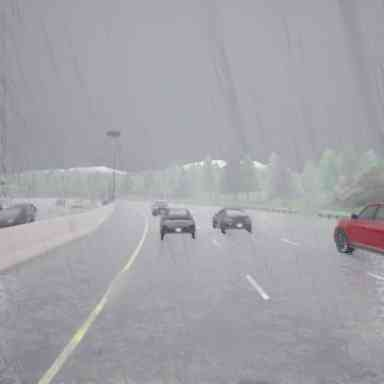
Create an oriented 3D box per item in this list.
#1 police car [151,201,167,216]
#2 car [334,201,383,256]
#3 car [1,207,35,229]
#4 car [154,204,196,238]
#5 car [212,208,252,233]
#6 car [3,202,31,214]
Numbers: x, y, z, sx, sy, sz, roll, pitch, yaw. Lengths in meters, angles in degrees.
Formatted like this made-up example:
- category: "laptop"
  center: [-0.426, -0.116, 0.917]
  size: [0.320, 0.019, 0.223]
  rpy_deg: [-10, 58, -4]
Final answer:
- category: "police car"
  center: [-3.569, 1.858, 37.581]
  size: [2.038, 1.542, 4.974]
  rpy_deg: [0, -1, -11]
- category: "car"
  center: [6.754, 1.293, 10.794]
  size: [2.150, 2.045, 5.566]
  rpy_deg: [0, -1, -2]
- category: "car"
  center: [-11.987, 1.775, 22.223]
  size: [1.812, 1.442, 4.674]
  rpy_deg: [0, -1, -7]
- category: "car"
  center: [-0.879, 1.664, 18.666]
  size: [2.128, 1.511, 4.902]
  rpy_deg: [0, -1, -5]
- category: "car"
  center: [2.430, 1.704, 20.763]
  size: [1.812, 1.442, 4.674]
  rpy_deg: [0, -1, -6]
- category: "car"
  center: [-22.332, 2.001, 42.572]
  size: [1.812, 1.442, 4.674]
  rpy_deg: [0, 0, -10]
